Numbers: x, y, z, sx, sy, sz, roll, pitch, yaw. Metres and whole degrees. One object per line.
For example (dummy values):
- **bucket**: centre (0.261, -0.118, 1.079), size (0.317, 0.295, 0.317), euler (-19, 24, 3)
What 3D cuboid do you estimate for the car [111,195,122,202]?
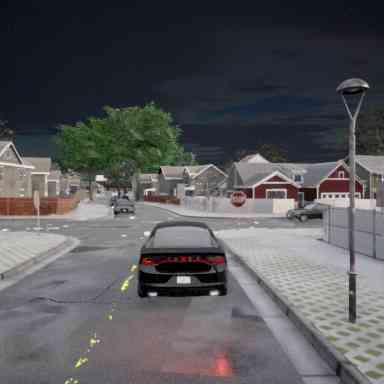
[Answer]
- **car**: centre (-16.874, 1.495, 74.471), size (1.882, 1.535, 5.008), euler (0, 0, -19)

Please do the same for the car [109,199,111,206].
- **car**: centre (-12.649, 1.573, 54.973), size (2.033, 1.411, 5.357), euler (0, 0, -20)

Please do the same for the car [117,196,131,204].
- **car**: centre (-13.300, 1.512, 65.012), size (1.837, 1.490, 4.892), euler (0, 0, -21)

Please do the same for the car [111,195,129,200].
- **car**: centre (-9.411, 1.568, 44.876), size (2.033, 1.411, 5.357), euler (0, 0, -16)

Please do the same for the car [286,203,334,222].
- **car**: centre (9.947, 1.633, 26.981), size (4.674, 1.442, 1.812), euler (1, 1, -15)

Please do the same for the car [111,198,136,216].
- **car**: centre (-6.594, 1.578, 32.989), size (1.994, 1.385, 4.181), euler (0, 0, -8)

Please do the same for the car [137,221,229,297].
- **car**: centre (-0.271, 1.476, 8.633), size (1.882, 1.535, 5.008), euler (0, 0, -3)
